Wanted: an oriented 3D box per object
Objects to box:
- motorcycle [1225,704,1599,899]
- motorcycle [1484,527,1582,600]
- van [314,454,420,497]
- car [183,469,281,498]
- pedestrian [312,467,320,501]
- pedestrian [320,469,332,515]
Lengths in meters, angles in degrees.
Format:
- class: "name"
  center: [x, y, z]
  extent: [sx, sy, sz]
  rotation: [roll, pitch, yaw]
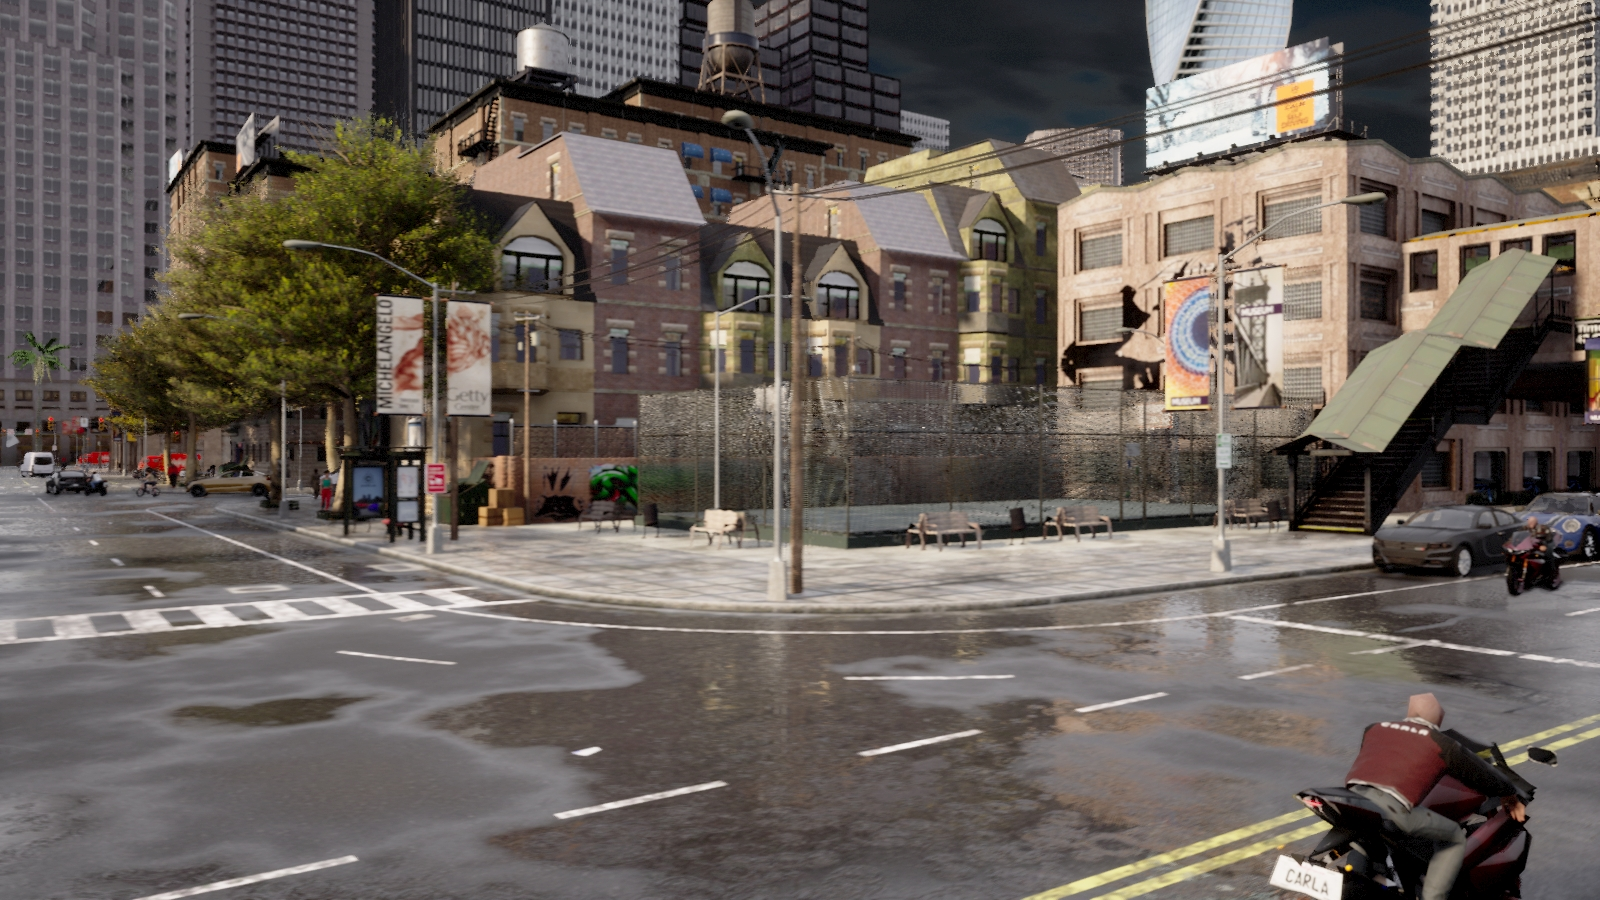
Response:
- class: "motorcycle"
  center: [3.324, 2.205, 6.123]
  extent: [2.209, 1.251, 0.867]
  rotation: [0, 0, -35]
- class: "motorcycle"
  center: [14.496, 2.204, 22.567]
  extent: [2.209, 1.251, 0.867]
  rotation: [0, 0, -35]
- class: "van"
  center: [-27.037, 1.535, 71.450]
  extent: [5.915, 2.561, 1.988]
  rotation: [0, 0, -35]
- class: "car"
  center: [-33.862, 1.992, 68.285]
  extent: [5.027, 1.651, 2.152]
  rotation: [0, 0, -18]
- class: "pedestrian"
  center: [-26.249, 1.847, 61.978]
  extent: [0.375, 1.860, 0.375]
  rotation: [0, 0, -24]
- class: "pedestrian"
  center: [-19.328, 1.699, 46.613]
  extent: [0.375, 1.860, 0.375]
  rotation: [0, 0, -32]
